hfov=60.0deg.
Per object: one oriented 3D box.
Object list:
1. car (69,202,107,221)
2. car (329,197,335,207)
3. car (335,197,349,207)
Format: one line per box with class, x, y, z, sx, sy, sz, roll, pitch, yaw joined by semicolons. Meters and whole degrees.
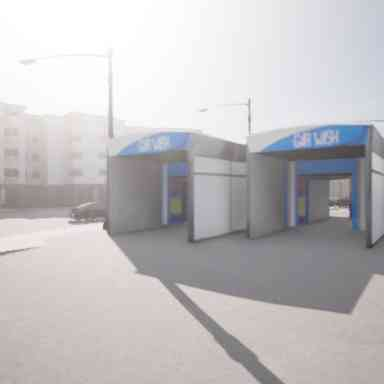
car;-7.699;1.555;27.217;1.812;1.442;4.674;0;0;37
car;14.511;1.190;41.557;5.566;2.045;2.150;0;0;-20
car;21.931;1.431;48.310;4.902;1.511;2.128;0;0;-25
